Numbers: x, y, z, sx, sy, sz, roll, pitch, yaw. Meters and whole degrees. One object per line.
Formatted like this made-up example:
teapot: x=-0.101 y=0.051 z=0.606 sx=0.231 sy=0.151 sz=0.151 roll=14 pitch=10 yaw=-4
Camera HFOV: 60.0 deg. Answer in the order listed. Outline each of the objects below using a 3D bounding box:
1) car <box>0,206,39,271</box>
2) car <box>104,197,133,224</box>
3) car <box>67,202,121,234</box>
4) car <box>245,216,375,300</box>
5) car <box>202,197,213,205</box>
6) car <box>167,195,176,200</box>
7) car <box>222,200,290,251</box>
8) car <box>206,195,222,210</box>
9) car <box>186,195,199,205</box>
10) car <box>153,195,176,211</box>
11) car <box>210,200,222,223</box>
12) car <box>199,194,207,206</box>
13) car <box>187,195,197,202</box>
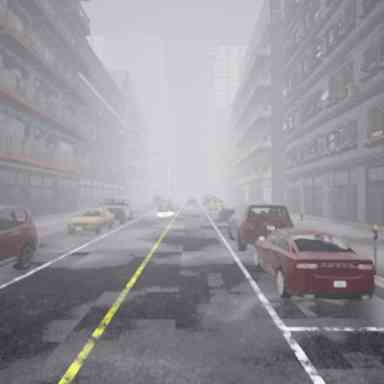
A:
car: x=-5.673 y=1.316 z=8.243 sx=2.192 sy=1.841 sz=5.009 roll=1 pitch=0 yaw=0
car: x=-5.674 y=1.317 z=24.864 sx=2.192 sy=1.841 sz=5.009 roll=1 pitch=0 yaw=0
car: x=-5.678 y=1.527 z=19.154 sx=1.752 sy=1.417 sz=4.829 roll=1 pitch=0 yaw=0
car: x=2.704 y=1.546 z=8.297 sx=1.887 sy=1.381 sz=4.507 roll=1 pitch=0 yaw=0
car: x=2.698 y=1.583 z=58.160 sx=1.802 sy=1.307 sz=4.206 roll=1 pitch=0 yaw=0
car: x=-5.652 y=1.544 z=91.349 sx=2.008 sy=1.369 sz=4.403 roll=1 pitch=0 yaw=0
car: x=2.707 y=1.317 z=13.836 sx=2.192 sy=1.841 sz=5.009 roll=1 pitch=0 yaw=0
car: x=2.996 y=1.458 z=39.488 sx=1.801 sy=1.575 sz=5.366 roll=0 pitch=0 yaw=0
car: x=0.014 y=1.549 z=56.778 sx=2.033 sy=1.411 sz=5.357 roll=0 pitch=0 yaw=1
car: x=-3.094 y=1.494 z=40.325 sx=2.128 sy=1.511 sz=4.902 roll=0 pitch=0 yaw=0
car: x=2.702 y=1.553 z=24.917 sx=2.008 sy=1.369 sz=4.403 roll=1 pitch=0 yaw=0
car: x=2.704 y=1.317 z=52.620 sx=2.192 sy=1.841 sz=5.009 roll=1 pitch=0 yaw=0
car: x=-0.007 y=1.416 z=70.127 sx=2.033 sy=1.411 sz=5.357 roll=0 pitch=0 yaw=0
